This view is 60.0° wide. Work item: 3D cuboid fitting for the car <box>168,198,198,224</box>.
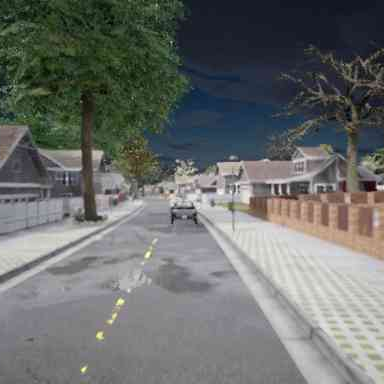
[{"bbox_3d":[-0.628,1.409,24.271,2.128,1.511,4.902,0,0,-3],"label":"car"}]
